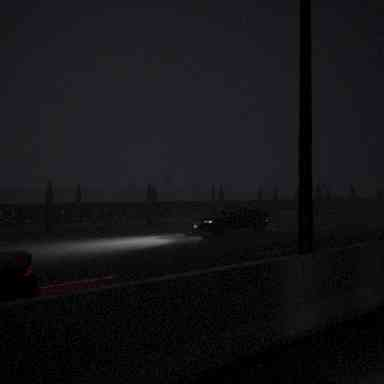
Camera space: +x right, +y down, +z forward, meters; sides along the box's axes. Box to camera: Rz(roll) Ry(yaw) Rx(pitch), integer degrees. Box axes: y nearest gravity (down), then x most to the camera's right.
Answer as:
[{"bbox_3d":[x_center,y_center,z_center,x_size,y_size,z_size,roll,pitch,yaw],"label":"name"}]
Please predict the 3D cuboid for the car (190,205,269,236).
[{"bbox_3d":[2.168,1.488,18.435,4.902,1.511,2.128,0,0,-35],"label":"car"}]

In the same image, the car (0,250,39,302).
[{"bbox_3d":[-4.957,1.478,4.755,5.008,1.535,1.882,0,0,-36],"label":"car"}]
